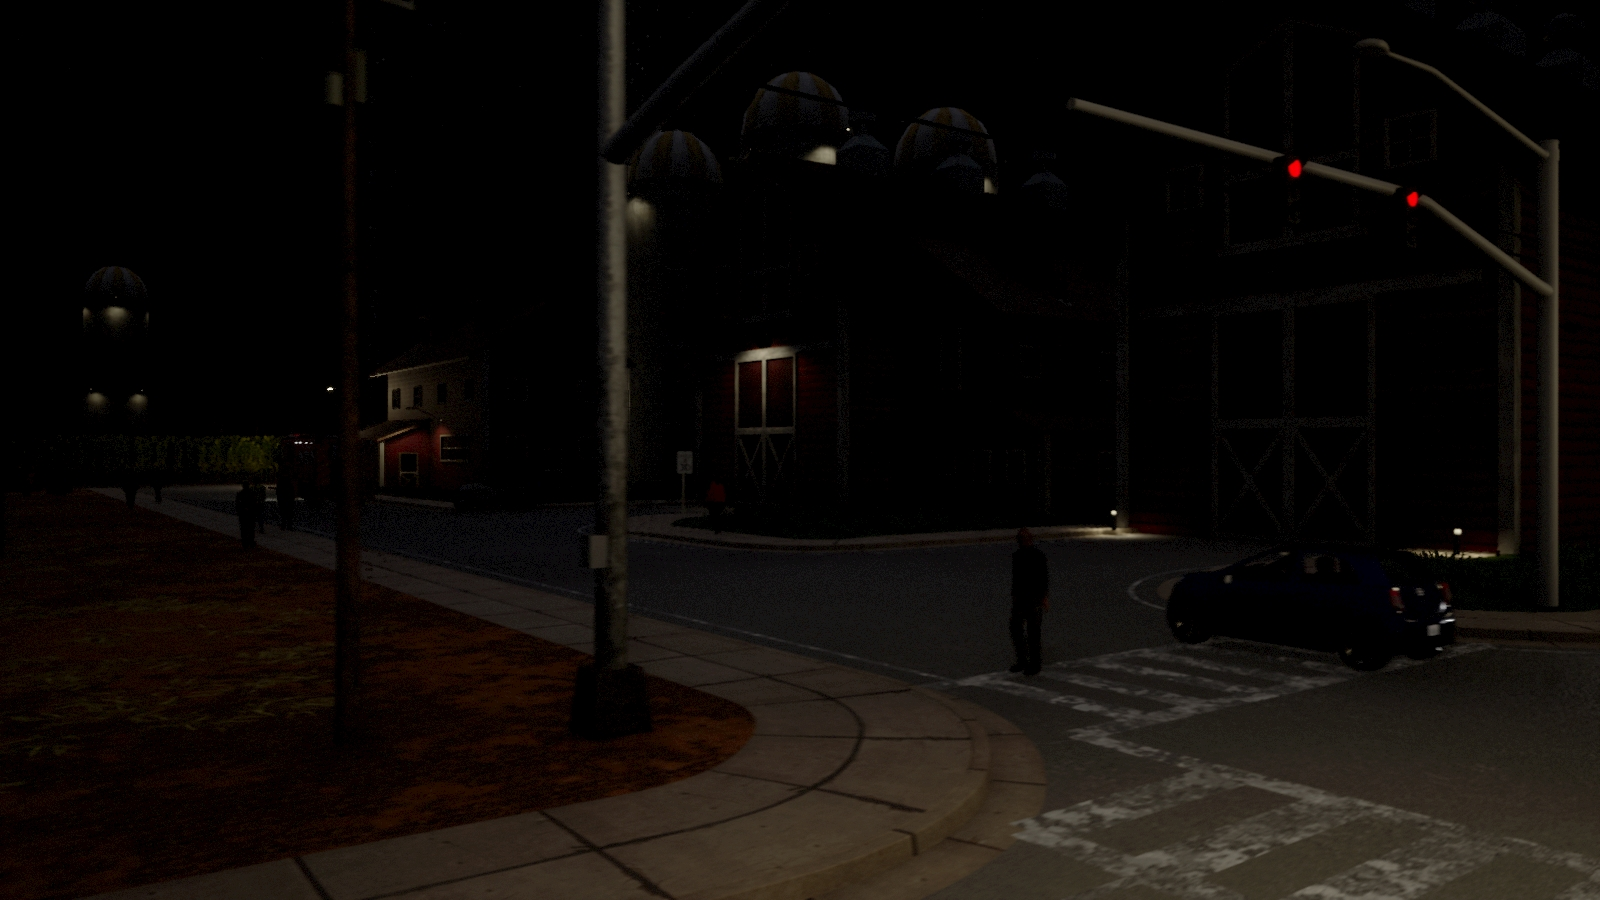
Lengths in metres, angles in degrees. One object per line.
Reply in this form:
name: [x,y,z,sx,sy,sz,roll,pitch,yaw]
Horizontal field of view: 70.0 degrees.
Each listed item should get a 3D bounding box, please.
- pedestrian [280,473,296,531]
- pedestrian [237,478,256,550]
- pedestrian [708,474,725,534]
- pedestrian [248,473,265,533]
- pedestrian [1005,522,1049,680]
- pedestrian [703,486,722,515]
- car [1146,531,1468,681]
pedestrian: [-16.531,1.676,36.873,0.375,1.860,0.375,0,0,-42]
pedestrian: [-14.542,1.675,30.006,0.375,1.860,0.375,0,0,-36]
pedestrian: [-2.609,1.682,35.732,0.375,1.860,0.375,0,0,-36]
pedestrian: [-17.180,1.676,36.098,0.375,1.860,0.375,0,0,-43]
pedestrian: [2.776,1.831,13.986,0.375,1.860,0.375,0,0,-39]
pedestrian: [-3.356,1.920,43.701,0.500,1.100,0.500,0,0,37]
car: [6.876,2.024,15.791,1.845,1.501,3.633,0,0,-36]
